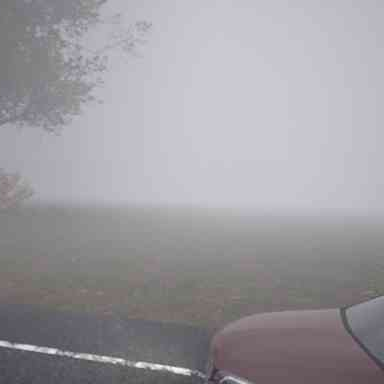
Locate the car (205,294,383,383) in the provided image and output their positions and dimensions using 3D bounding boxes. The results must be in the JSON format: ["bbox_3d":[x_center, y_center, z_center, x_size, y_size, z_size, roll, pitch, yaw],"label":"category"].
[{"bbox_3d":[2.462,1.667,3.011,4.674,1.442,1.812,2,-1,12],"label":"car"}]
